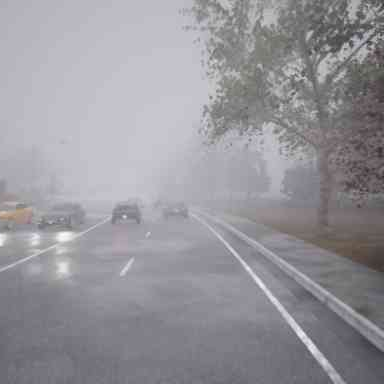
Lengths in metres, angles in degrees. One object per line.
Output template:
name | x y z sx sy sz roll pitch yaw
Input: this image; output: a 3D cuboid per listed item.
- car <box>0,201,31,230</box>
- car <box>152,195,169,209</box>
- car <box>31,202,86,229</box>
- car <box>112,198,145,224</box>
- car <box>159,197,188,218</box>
car | -11.401 1.371 20.542 1.882 1.535 5.008 0 1 -4
car | -3.833 1.114 42.067 2.097 1.767 4.553 0 0 -12
car | -7.895 1.396 20.559 1.837 1.490 4.892 0 1 -4
car | -4.481 1.373 23.433 1.837 1.490 4.892 0 -1 -5
car | -1.479 1.409 28.101 1.994 1.385 4.181 0 0 -7
